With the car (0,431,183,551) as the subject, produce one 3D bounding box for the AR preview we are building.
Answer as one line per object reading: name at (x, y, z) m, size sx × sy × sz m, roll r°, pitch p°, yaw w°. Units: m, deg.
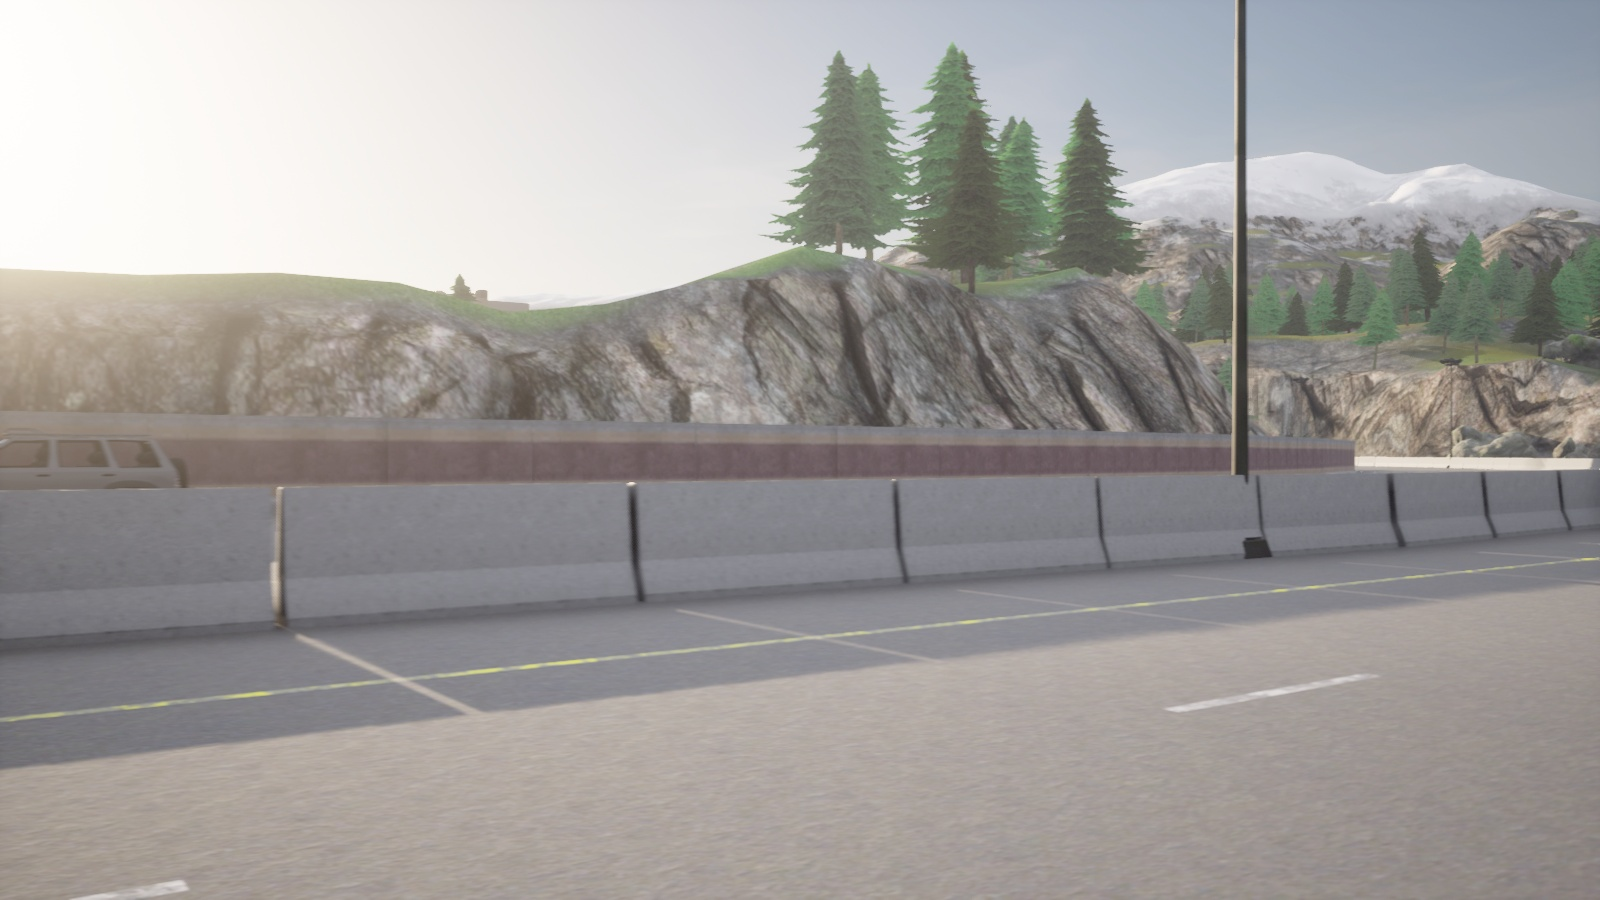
car at (-12.717, 0.639, 20.394) m, size 4.605 × 1.855 × 1.932 m, roll 0°, pitch 0°, yaw -35°
